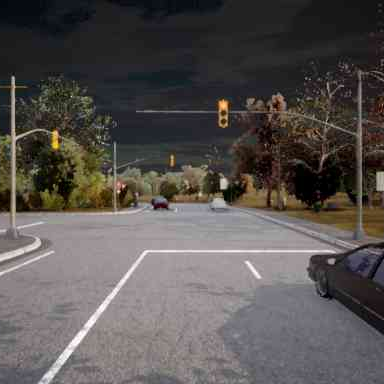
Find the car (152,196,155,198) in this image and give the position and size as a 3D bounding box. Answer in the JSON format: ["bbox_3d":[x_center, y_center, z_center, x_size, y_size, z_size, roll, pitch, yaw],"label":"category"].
[{"bbox_3d":[-7.138,1.766,68.768,2.150,2.045,5.566,0,-1,-13],"label":"car"}]

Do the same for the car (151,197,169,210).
[{"bbox_3d":[-3.960,1.670,43.422,1.895,1.301,4.718,0,-1,-2],"label":"car"}]

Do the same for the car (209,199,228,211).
[{"bbox_3d":[3.304,1.579,42.288,1.812,1.442,4.674,0,-1,-2],"label":"car"}]

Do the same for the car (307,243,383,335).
[{"bbox_3d":[3.609,1.546,5.360,2.033,1.411,5.357,0,0,0],"label":"car"}]
